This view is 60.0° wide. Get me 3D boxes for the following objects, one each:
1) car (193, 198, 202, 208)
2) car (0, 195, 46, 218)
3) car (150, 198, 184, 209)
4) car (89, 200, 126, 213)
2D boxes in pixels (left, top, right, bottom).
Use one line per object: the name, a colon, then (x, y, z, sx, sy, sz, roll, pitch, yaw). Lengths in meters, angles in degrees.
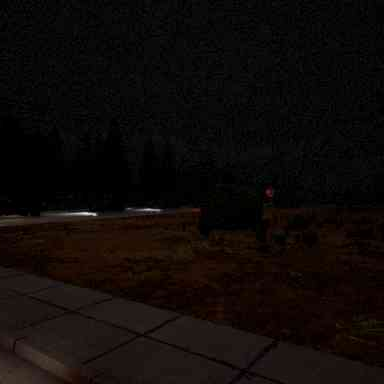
car: (2.123, 1.532, 47.265, 1.837, 1.490, 4.892, 0, 0, 36)
car: (-15.787, 1.250, 29.225, 2.150, 2.045, 5.566, 0, 0, 36)
car: (-3.357, 1.574, 46.043, 2.033, 1.411, 5.357, 0, 0, 37)
car: (-9.560, 1.591, 37.654, 1.994, 1.385, 4.181, 0, 0, 37)
